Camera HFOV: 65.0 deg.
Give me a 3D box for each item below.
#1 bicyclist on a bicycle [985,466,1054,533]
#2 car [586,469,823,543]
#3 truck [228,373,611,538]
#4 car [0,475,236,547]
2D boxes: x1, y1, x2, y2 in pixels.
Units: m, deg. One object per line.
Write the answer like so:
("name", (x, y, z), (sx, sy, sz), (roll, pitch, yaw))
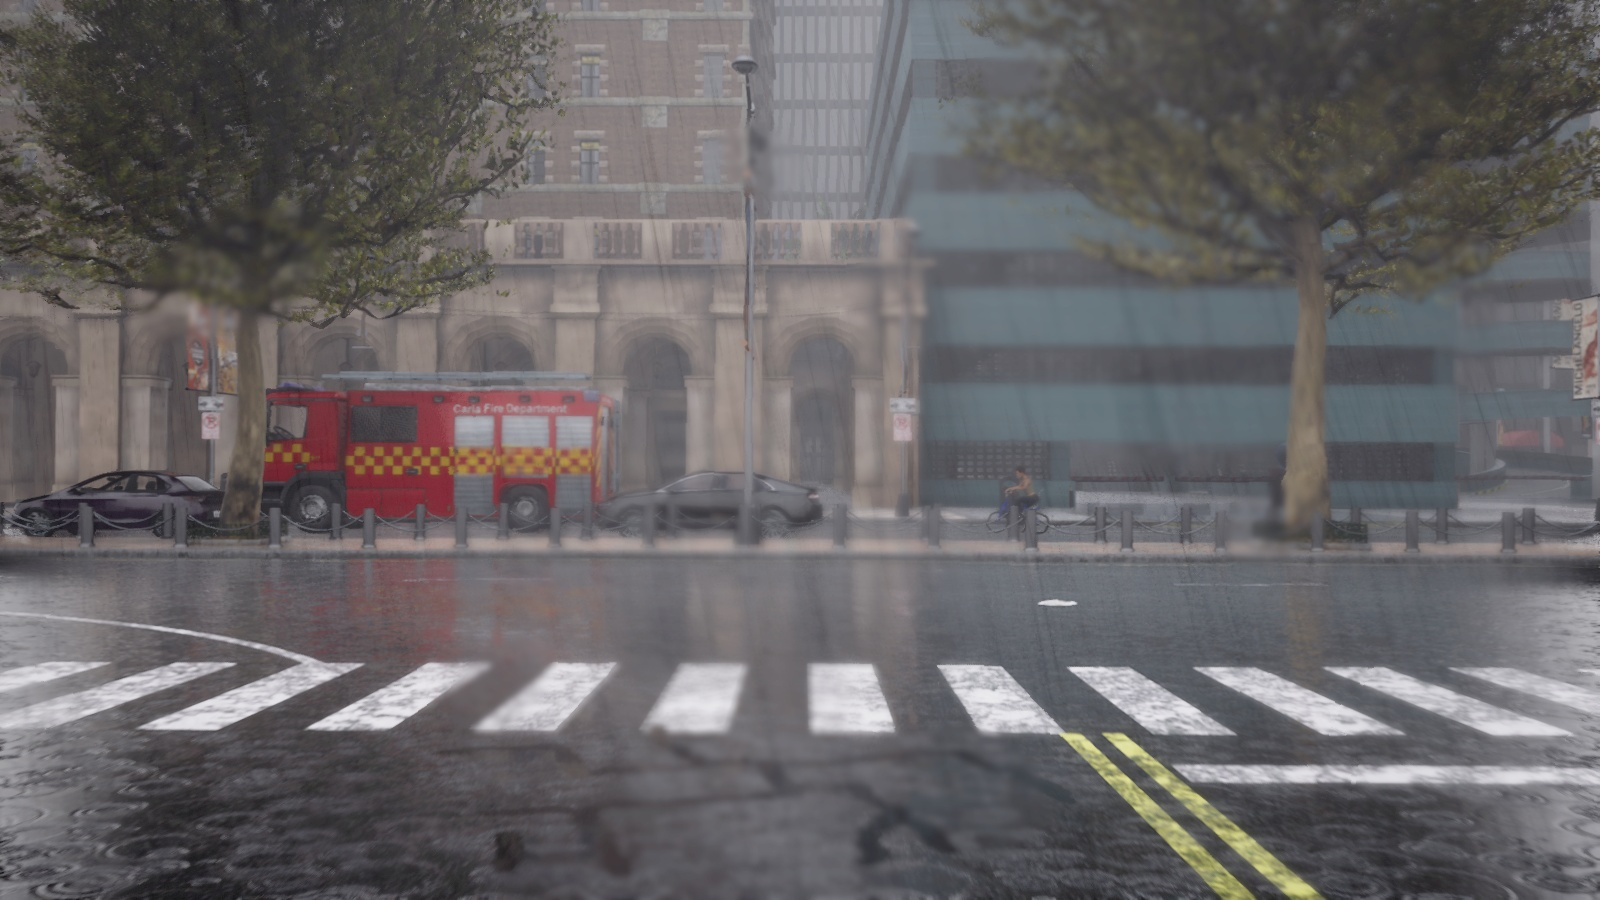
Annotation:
("bicyclist on a bicycle", (5.293, 1.187, 30.388), (1.509, 1.612, 0.866), (0, -1, 1))
("car", (-1.969, 1.186, 27.072), (4.902, 1.511, 2.128), (0, -1, 1))
("truck", (-9.089, 0.147, 30.706), (8.468, 3.827, 2.891), (0, -1, 1))
("car", (-14.761, 1.297, 27.264), (4.193, 1.474, 1.816), (0, -1, 1))
